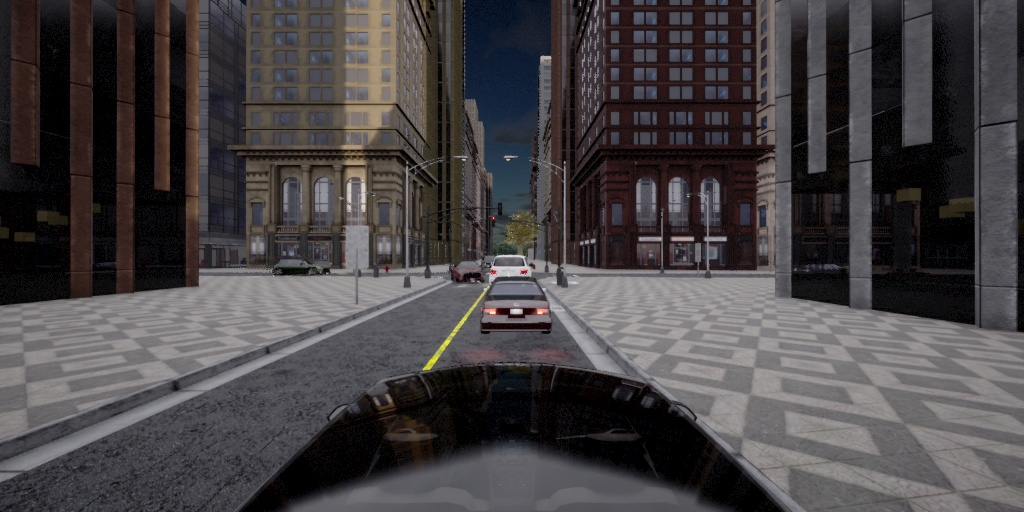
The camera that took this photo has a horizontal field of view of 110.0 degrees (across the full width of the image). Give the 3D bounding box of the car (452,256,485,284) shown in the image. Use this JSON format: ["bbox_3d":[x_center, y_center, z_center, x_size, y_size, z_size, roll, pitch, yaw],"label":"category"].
[{"bbox_3d":[-3.355,1.101,27.325,2.097,1.767,4.553,0,0,-16],"label":"car"}]

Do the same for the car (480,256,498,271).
[{"bbox_3d":[-3.129,0.969,49.456,2.150,2.045,5.566,0,0,-1],"label":"car"}]

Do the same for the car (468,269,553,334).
[{"bbox_3d":[0.091,1.297,10.581,2.033,1.411,5.357,0,0,0],"label":"car"}]

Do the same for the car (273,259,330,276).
[{"bbox_3d":[-19.432,1.037,33.311,4.553,1.767,2.097,0,0,0],"label":"car"}]

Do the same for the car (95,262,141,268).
[{"bbox_3d":[-36.580,1.206,33.315,4.181,1.385,1.994,0,0,0],"label":"car"}]

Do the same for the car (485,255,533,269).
[{"bbox_3d":[0.017,0.971,20.826,2.150,2.045,5.566,0,0,4],"label":"car"}]

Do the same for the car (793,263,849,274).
[{"bbox_3d":[29.245,1.382,33.322,5.357,1.411,2.033,0,0,0],"label":"car"}]
